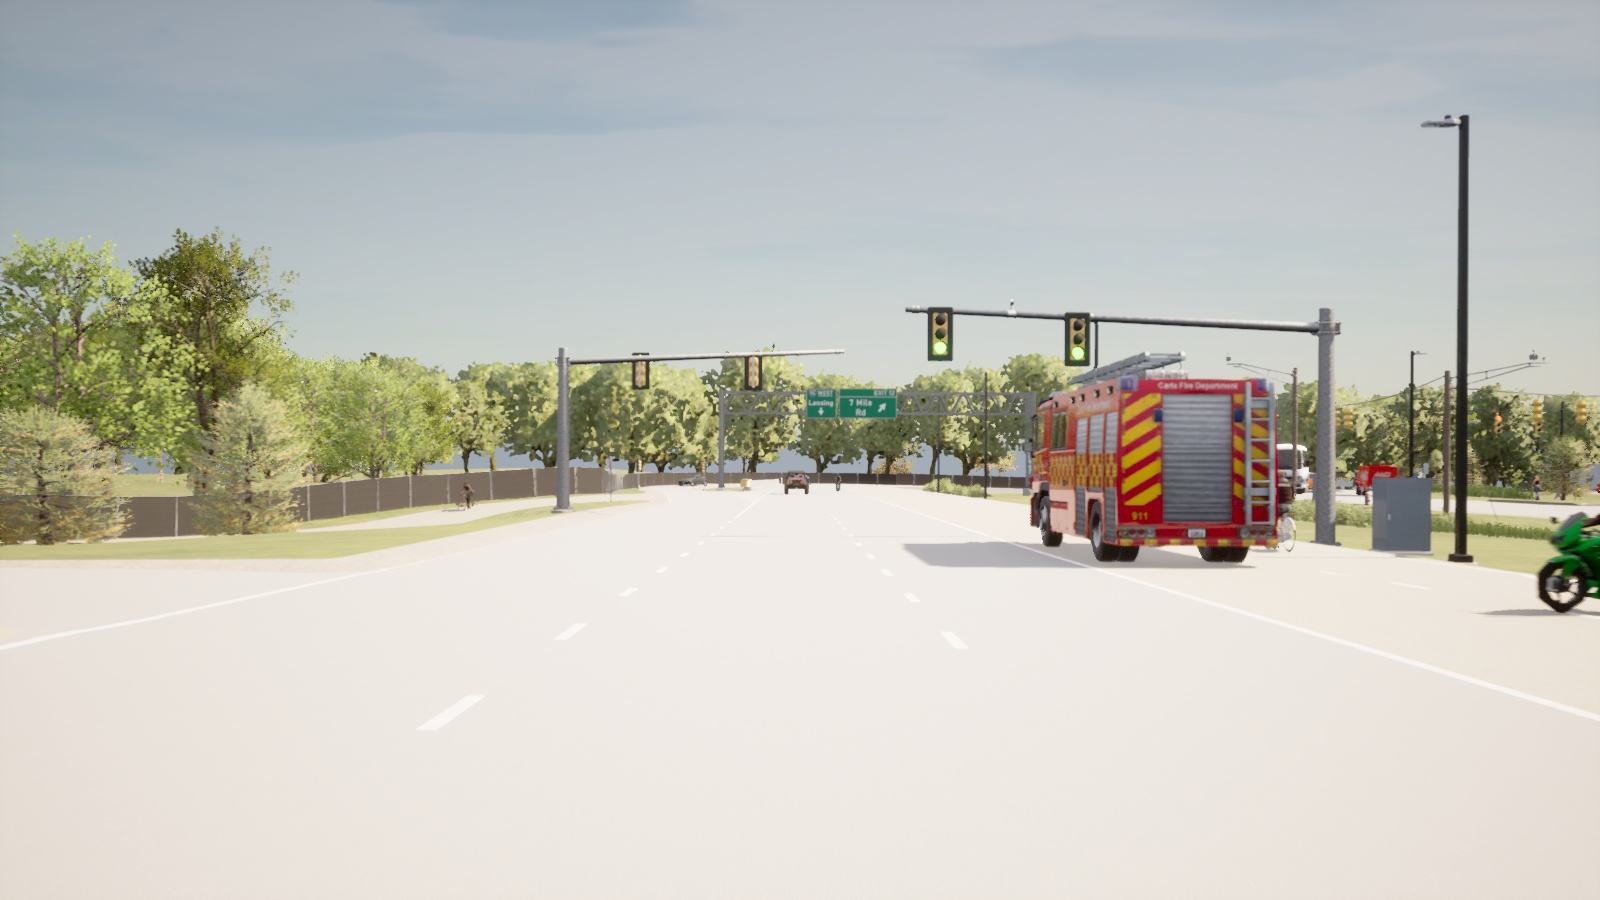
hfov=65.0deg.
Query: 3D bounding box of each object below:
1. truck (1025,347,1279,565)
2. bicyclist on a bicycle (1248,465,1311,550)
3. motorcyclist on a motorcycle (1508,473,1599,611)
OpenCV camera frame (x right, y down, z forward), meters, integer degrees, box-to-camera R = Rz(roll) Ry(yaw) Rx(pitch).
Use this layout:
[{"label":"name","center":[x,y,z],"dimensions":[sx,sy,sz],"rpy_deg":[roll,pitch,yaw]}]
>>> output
[{"label":"truck","center":[6.929,0.187,26.279],"dimensions":[2.891,3.827,8.468],"rpy_deg":[0,-1,0]},{"label":"bicyclist on a bicycle","center":[10.431,1.232,27.389],"dimensions":[0.659,1.776,1.843],"rpy_deg":[0,-1,0]},{"label":"motorcyclist on a motorcycle","center":[9.357,1.046,14.386],"dimensions":[2.044,1.523,0.797],"rpy_deg":[1,-1,-1]}]
